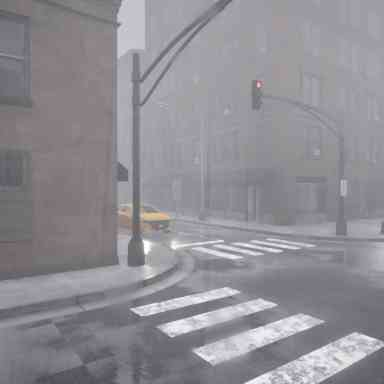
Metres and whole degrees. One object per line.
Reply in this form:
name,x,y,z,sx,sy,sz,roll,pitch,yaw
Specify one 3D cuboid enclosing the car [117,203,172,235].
car,-2.931,1.382,18.392,1.882,1.535,5.008,0,0,-34
